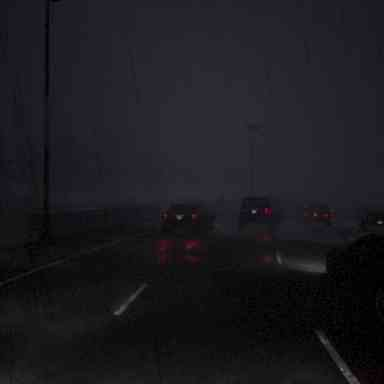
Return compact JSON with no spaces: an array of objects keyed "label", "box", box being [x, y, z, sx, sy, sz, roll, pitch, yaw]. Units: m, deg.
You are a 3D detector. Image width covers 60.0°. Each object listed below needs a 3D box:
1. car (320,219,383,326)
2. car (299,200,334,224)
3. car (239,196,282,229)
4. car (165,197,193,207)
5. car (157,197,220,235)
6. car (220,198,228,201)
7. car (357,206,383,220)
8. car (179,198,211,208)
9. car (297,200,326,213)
[{"label":"car","box":[4.248,1.553,6.798,1.812,1.442,4.674,0,0,6]},{"label":"car","box":[9.521,1.619,25.041,2.033,1.411,5.357,0,0,25]},{"label":"car","box":[4.720,1.272,22.570,2.150,2.045,5.566,0,0,21]},{"label":"car","box":[-2.007,1.581,52.651,1.812,1.442,4.674,0,0,39]},{"label":"car","box":[-0.042,1.375,19.396,2.097,1.767,4.553,0,0,17]},{"label":"car","box":[3.775,1.601,48.685,1.812,1.442,4.674,0,0,39]},{"label":"car","box":[11.895,1.604,21.661,1.812,1.442,4.674,0,0,22]},{"label":"car","box":[0.481,1.610,50.282,2.033,1.411,5.357,0,0,38]},{"label":"car","box":[14.028,1.672,38.813,1.994,1.385,4.181,0,0,37]}]
